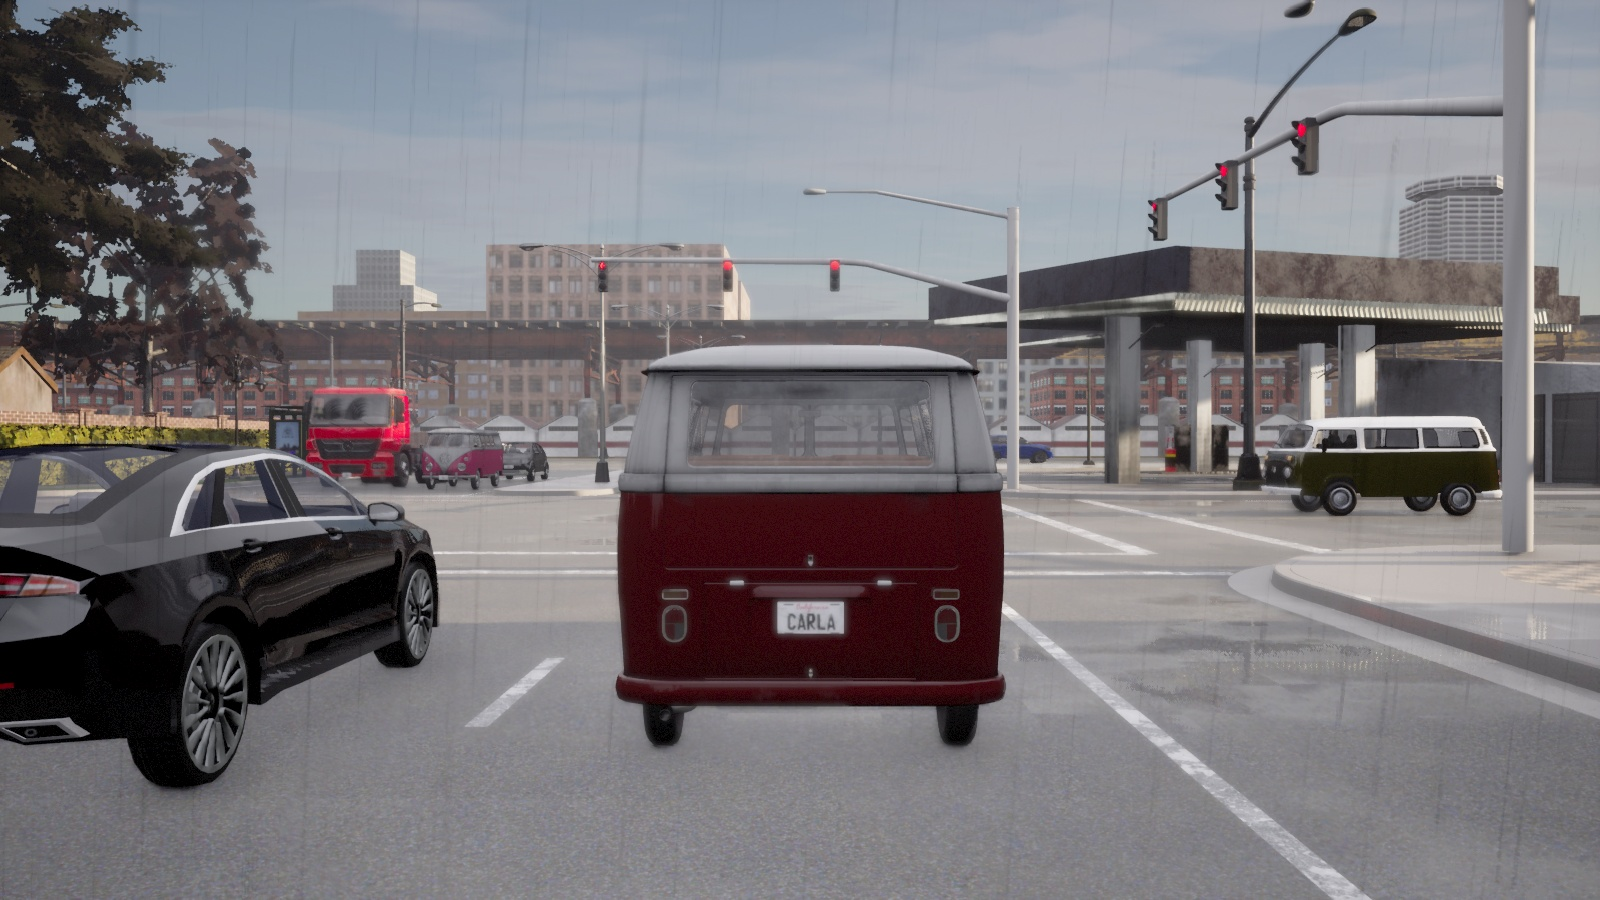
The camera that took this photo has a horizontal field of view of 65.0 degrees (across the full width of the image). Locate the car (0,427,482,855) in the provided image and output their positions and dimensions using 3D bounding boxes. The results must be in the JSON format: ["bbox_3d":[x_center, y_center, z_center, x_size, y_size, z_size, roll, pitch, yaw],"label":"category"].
[{"bbox_3d":[-3.445,0.661,6.895,2.128,1.511,4.902,0,0,0],"label":"car"}]

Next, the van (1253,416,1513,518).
[{"bbox_3d":[12.090,0.331,26.255,4.480,2.038,2.069,0,0,-1],"label":"van"}]

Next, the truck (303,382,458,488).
[{"bbox_3d":[-14.767,-0.501,44.943,2.891,3.462,7.936,0,0,0],"label":"truck"}]

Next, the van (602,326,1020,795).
[{"bbox_3d":[0.059,0.457,7.547,1.775,1.987,4.442,0,0,0],"label":"van"}]

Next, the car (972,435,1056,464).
[{"bbox_3d":[15.104,-0.024,88.839,5.566,2.045,2.150,0,0,1],"label":"car"}]

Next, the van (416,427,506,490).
[{"bbox_3d":[-11.240,0.253,41.950,1.775,1.987,4.442,0,0,0],"label":"van"}]

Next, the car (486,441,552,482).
[{"bbox_3d":[-11.191,0.433,50.189,1.789,1.549,3.705,0,0,0],"label":"car"}]
